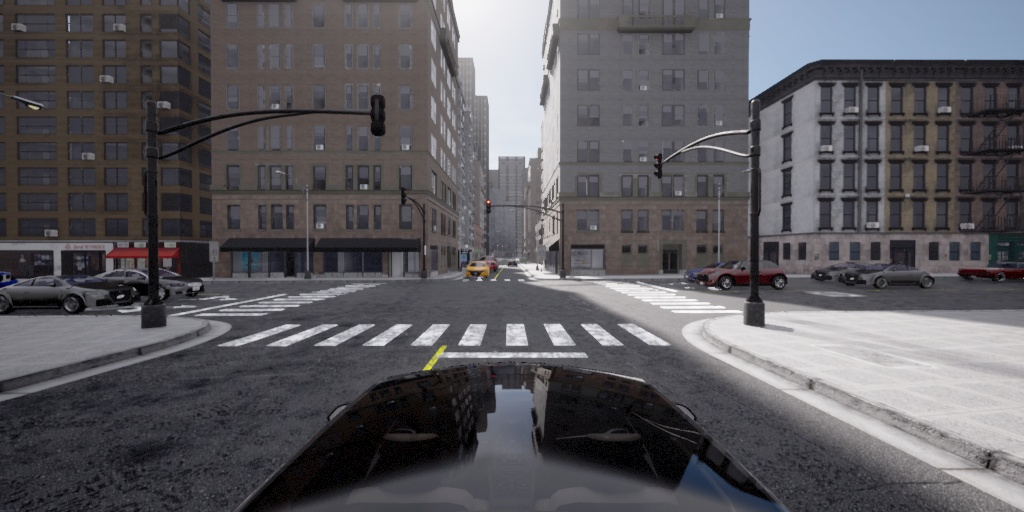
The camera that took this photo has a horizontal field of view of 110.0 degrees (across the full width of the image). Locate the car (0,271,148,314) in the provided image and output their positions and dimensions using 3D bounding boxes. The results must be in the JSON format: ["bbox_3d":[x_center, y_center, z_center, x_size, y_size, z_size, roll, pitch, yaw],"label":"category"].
[{"bbox_3d":[-17.525,1.439,14.215,4.181,1.385,1.994,0,1,0],"label":"car"}]

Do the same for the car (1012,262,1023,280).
[{"bbox_3d":[33.586,0.991,21.161,4.902,1.511,2.128,0,1,0],"label":"car"}]

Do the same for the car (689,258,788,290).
[{"bbox_3d":[13.349,0.991,21.048,4.553,1.767,2.097,0,1,-1],"label":"car"}]

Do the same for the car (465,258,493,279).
[{"bbox_3d":[-3.108,1.226,32.975,1.882,1.535,5.008,0,0,0],"label":"car"}]

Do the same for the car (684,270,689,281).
[{"bbox_3d":[14.176,1.124,24.324,4.674,1.442,1.812,0,1,0],"label":"car"}]

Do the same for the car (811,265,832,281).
[{"bbox_3d":[22.923,1.103,24.375,4.181,1.385,1.994,0,1,-1],"label":"car"}]

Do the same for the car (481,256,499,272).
[{"bbox_3d":[-3.117,0.978,46.827,2.150,2.045,5.566,0,0,0],"label":"car"}]

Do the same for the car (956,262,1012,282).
[{"bbox_3d":[33.588,1.065,24.411,4.718,1.301,1.895,0,1,0],"label":"car"}]

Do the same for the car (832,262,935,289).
[{"bbox_3d":[21.992,1.146,21.115,4.181,1.385,1.994,0,1,-1],"label":"car"}]

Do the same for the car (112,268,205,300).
[{"bbox_3d":[-17.794,1.332,17.474,4.902,1.511,2.128,0,1,1],"label":"car"}]
